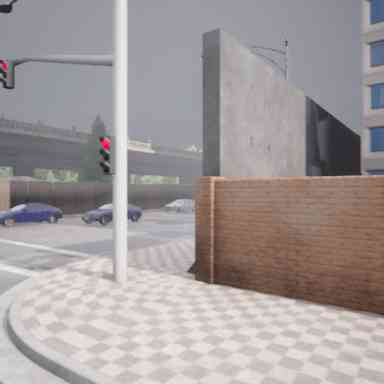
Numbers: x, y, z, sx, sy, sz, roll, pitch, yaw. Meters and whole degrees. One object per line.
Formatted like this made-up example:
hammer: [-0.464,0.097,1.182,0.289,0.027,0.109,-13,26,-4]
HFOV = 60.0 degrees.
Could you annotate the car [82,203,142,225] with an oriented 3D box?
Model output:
car: [-5.543,1.473,23.655,1.812,1.442,4.674,0,0,35]

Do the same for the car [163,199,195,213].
car: [-1.092,1.473,35.890,1.812,1.442,4.674,0,0,36]

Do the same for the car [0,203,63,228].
car: [-10.965,1.474,22.178,1.812,1.442,4.674,0,0,37]
